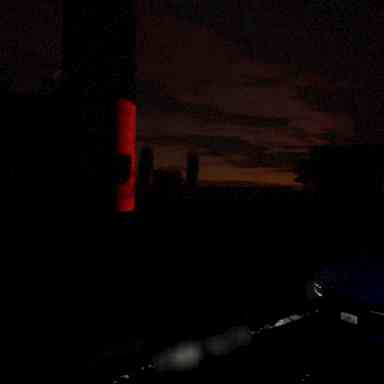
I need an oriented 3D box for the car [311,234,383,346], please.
[{"bbox_3d":[4.219,1.476,6.079,5.008,1.535,1.882,0,0,-35],"label":"car"}]
